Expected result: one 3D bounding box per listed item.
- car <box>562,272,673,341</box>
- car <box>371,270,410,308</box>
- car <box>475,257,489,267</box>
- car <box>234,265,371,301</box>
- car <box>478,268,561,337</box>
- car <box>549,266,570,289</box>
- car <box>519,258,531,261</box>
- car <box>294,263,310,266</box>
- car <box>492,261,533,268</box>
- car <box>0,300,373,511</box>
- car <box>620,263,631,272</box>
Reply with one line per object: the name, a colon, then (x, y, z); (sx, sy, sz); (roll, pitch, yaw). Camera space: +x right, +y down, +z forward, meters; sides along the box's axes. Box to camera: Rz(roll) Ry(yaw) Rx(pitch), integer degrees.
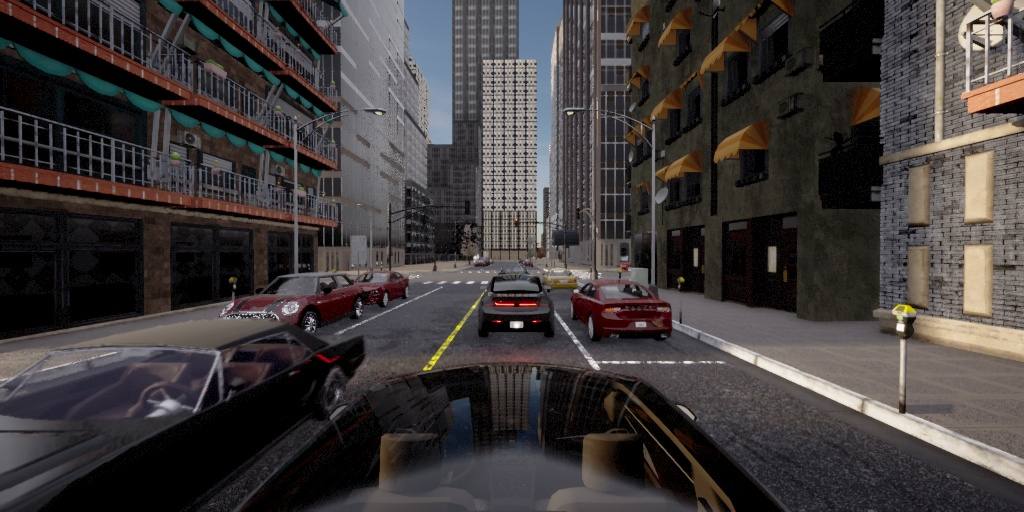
car: (2.696, 1.294, 9.702); (1.888, 1.381, 4.507); (0, 0, 0)
car: (-5.682, 1.293, 15.246); (1.888, 1.381, 4.507); (0, 0, 0)
car: (-5.644, 1.291, 64.282); (1.888, 1.381, 4.507); (0, 0, 0)
car: (-5.686, 1.188, 9.722); (1.967, 1.591, 4.097); (0, 0, 0)
car: (0.106, 1.253, 10.253); (1.837, 1.490, 4.892); (0, 0, 0)
car: (2.704, 1.273, 20.919); (1.751, 1.417, 4.829); (0, 0, 0)
car: (2.736, 1.186, 64.275); (1.967, 1.591, 4.097); (0, 0, 0)
car: (-23.806, 1.494, 39.590); (4.097, 1.591, 1.967); (0, 0, 0)
car: (0.113, 1.239, 20.386); (2.128, 1.511, 4.902); (0, 0, 0)
car: (-3.096, 1.350, 3.087); (1.895, 1.301, 4.718); (0, 0, 0)
car: (14.291, 1.005, 39.882); (4.507, 1.381, 1.888); (0, 0, 0)
